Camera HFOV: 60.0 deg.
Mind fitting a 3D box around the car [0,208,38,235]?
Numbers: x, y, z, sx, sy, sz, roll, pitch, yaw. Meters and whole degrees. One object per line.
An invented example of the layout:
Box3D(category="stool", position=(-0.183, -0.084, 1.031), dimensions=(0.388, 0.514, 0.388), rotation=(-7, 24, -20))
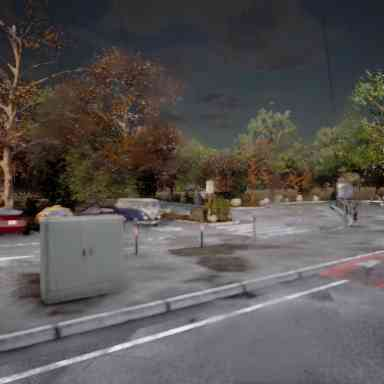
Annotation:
Box3D(category="car", position=(-10.670, 1.634, 19.157), dimensions=(2.163, 1.488, 4.792), rotation=(1, 0, -36))

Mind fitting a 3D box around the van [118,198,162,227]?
Box3D(category="van", position=(-3.811, 1.450, 23.882), dimensions=(1.878, 1.987, 4.442), rotation=(1, 0, -36))

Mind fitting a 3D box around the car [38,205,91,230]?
Box3D(category="car", position=(-8.288, 1.625, 20.596), dimensions=(1.946, 1.575, 5.366), rotation=(1, 0, -36))

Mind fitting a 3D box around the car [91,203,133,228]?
Box3D(category="car", position=(-6.154, 1.681, 22.387), dimensions=(2.163, 1.488, 4.792), rotation=(1, 0, -36))
